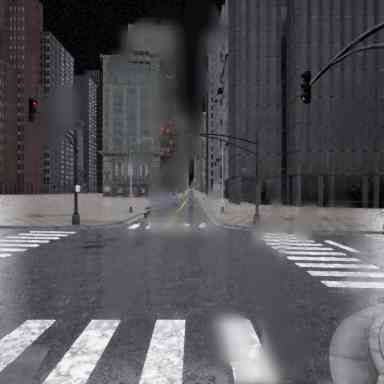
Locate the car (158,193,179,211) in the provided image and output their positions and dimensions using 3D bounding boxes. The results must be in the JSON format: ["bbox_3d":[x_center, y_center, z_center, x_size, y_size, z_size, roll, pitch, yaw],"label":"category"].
[{"bbox_3d":[-3.107,1.219,40.102,2.150,2.045,5.566,0,0,0],"label":"car"}]

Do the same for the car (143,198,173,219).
[{"bbox_3d":[-3.107,1.546,29.850,2.033,1.411,5.357,0,0,0],"label":"car"}]

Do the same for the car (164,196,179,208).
[{"bbox_3d":[-3.100,1.475,50.548,1.882,1.535,5.008,0,0,0],"label":"car"}]
